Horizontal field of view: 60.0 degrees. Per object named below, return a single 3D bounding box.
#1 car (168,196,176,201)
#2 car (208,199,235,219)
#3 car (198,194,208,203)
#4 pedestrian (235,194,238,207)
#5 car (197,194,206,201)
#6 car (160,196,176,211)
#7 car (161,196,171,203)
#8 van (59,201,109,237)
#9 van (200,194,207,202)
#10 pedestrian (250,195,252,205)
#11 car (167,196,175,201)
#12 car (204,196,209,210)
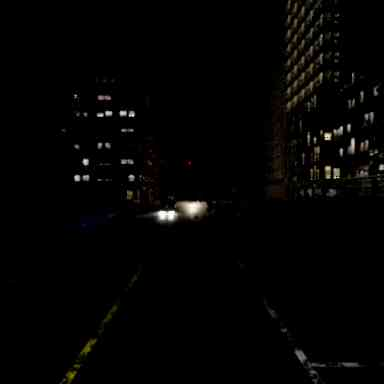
[{"bbox_3d":[-5.680,1.752,94.963,1.887,1.381,4.507,0,0,0],"label":"car"},{"bbox_3d":[2.691,1.604,29.178,1.947,1.339,4.313,0,0,0],"label":"car"},{"bbox_3d":[2.697,1.451,72.857,2.192,1.841,5.009,0,0,0],"label":"car"},{"bbox_3d":[6.142,1.213,46.323,0.375,1.860,0.375,0,0,0],"label":"pedestrian"},{"bbox_3d":[2.699,1.522,94.962,2.192,1.841,5.009,0,0,0],"label":"car"},{"bbox_3d":[-3.002,1.557,42.522,2.128,1.511,4.902,0,0,0],"label":"car"},{"bbox_3d":[-5.682,1.687,72.857,2.008,1.369,4.403,0,0,0],"label":"car"},{"bbox_3d":[-5.691,1.362,17.914,1.690,1.788,3.998,0,0,0],"label":"van"},{"bbox_3d":[2.697,1.493,78.383,1.690,1.788,3.998,0,0,0],"label":"van"},{"bbox_3d":[8.142,1.333,45.723,0.375,1.860,0.375,0,0,0],"label":"pedestrian"},{"bbox_3d":[-5.680,1.739,89.437,2.008,1.369,4.403,0,0,0],"label":"car"},{"bbox_3d":[2.693,1.585,40.613,1.752,1.417,4.829,0,0,0],"label":"car"}]
